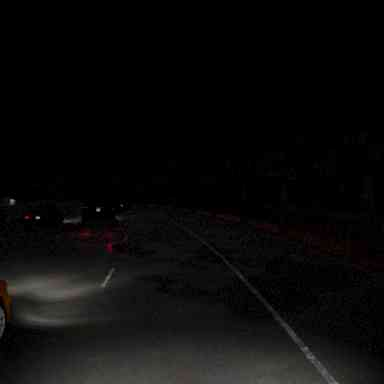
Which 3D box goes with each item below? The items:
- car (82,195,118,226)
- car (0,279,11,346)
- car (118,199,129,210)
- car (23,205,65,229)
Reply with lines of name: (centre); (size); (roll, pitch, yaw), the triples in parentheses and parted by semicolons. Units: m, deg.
car: (-6.652, 1.246, 23.943); (2.150, 2.045, 5.566); (0, 0, -14)
car: (-3.628, 1.488, 3.046); (1.882, 1.535, 5.008); (0, 0, -2)
car: (-9.248, 1.595, 41.790); (1.994, 1.385, 4.181); (0, 0, -24)
car: (-9.834, 1.588, 22.351); (2.033, 1.411, 5.357); (0, 0, -14)
